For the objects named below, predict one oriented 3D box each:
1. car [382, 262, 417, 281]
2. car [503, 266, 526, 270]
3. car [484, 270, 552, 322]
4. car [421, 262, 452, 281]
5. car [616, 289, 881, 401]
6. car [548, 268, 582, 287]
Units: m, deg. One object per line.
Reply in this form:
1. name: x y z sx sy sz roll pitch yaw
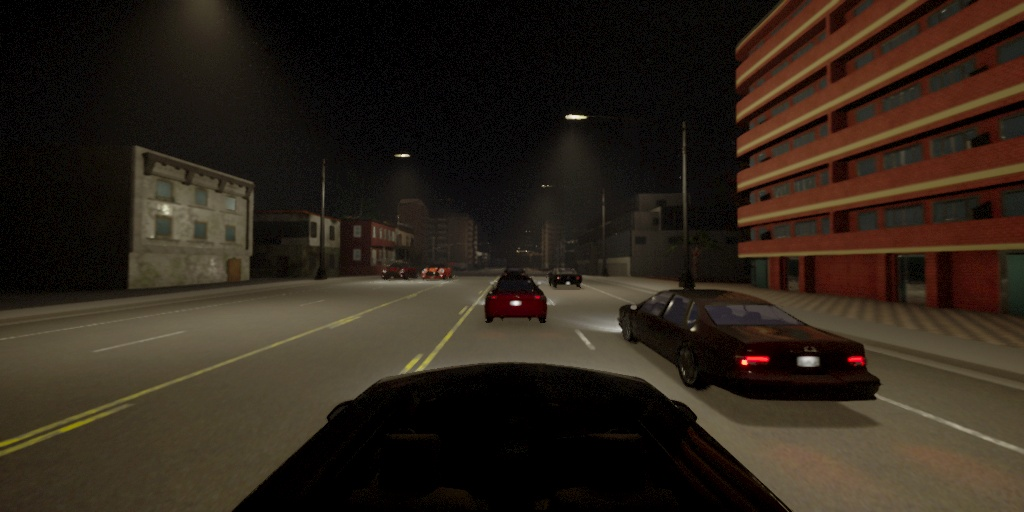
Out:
1. car: -10.489 1.358 33.648 2.097 1.767 4.553 0 -1 0
2. car: 0.177 1.486 27.878 1.994 1.385 4.181 0 -1 0
3. car: 0.125 1.375 12.609 1.994 1.385 4.181 0 0 0
4. car: -6.990 1.366 33.665 2.097 1.767 4.553 0 -1 0
5. car: 3.594 1.335 6.841 2.033 1.411 5.357 0 0 0
6. car: 3.667 1.503 25.569 1.895 1.301 4.718 0 -1 0
